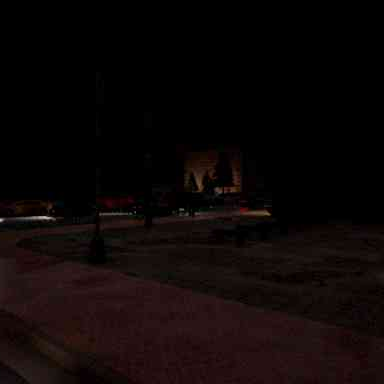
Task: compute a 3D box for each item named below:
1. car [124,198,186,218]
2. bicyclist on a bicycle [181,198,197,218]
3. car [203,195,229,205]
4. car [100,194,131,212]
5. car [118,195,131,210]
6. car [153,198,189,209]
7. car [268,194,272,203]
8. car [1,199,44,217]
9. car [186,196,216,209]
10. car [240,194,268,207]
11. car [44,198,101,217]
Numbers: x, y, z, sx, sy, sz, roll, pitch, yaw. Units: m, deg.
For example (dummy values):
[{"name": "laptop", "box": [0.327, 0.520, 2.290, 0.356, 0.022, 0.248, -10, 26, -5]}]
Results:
[{"name": "car", "box": [-3.210, 1.491, 29.844, 2.128, 1.511, 4.902, 0, 0, 40]}, {"name": "bicyclist on a bicycle", "box": [-0.259, 1.301, 26.703, 1.656, 1.620, 0.582, 0, 0, 40]}, {"name": "car", "box": [3.642, 1.564, 54.530, 1.994, 1.385, 4.181, 0, 0, 41]}, {"name": "car", "box": [-9.474, 1.221, 39.022, 2.150, 2.045, 5.566, 0, 0, 41]}, {"name": "car", "box": [-5.564, 1.477, 38.232, 1.882, 1.535, 5.008, 0, 0, 40]}, {"name": "car", "box": [-2.870, 1.547, 46.863, 2.033, 1.411, 5.357, 0, 0, 40]}, {"name": "car", "box": [15.727, 1.547, 57.947, 2.033, 1.411, 5.357, 0, 0, 40]}, {"name": "car", "box": [-15.875, 1.477, 31.427, 1.882, 1.535, 5.008, 0, 0, 40]}, {"name": "car", "box": [0.836, 1.601, 45.816, 1.895, 1.301, 4.718, 0, 0, 40]}, {"name": "car", "box": [9.084, 1.505, 49.985, 1.837, 1.490, 4.892, 0, 0, 41]}, {"name": "car", "box": [-11.223, 1.563, 31.508, 1.994, 1.385, 4.181, 0, 0, 40]}]
